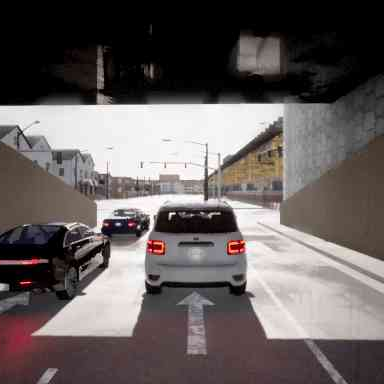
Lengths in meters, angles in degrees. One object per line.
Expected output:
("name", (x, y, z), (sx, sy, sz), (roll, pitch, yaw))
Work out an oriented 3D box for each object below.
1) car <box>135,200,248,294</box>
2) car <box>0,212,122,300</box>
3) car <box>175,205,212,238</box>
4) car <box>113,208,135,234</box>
("car", (0.085, 1.221, 8.905), (2.150, 2.045, 5.566), (0, 0, 0))
("car", (-3.420, 1.491, 8.382), (2.128, 1.511, 4.902), (0, 0, 0))
("car", (0.063, 1.526, 18.469), (1.812, 1.442, 4.674), (0, 0, 0))
("car", (-3.417, 1.547, 17.931), (2.033, 1.411, 5.357), (0, 0, 0))
